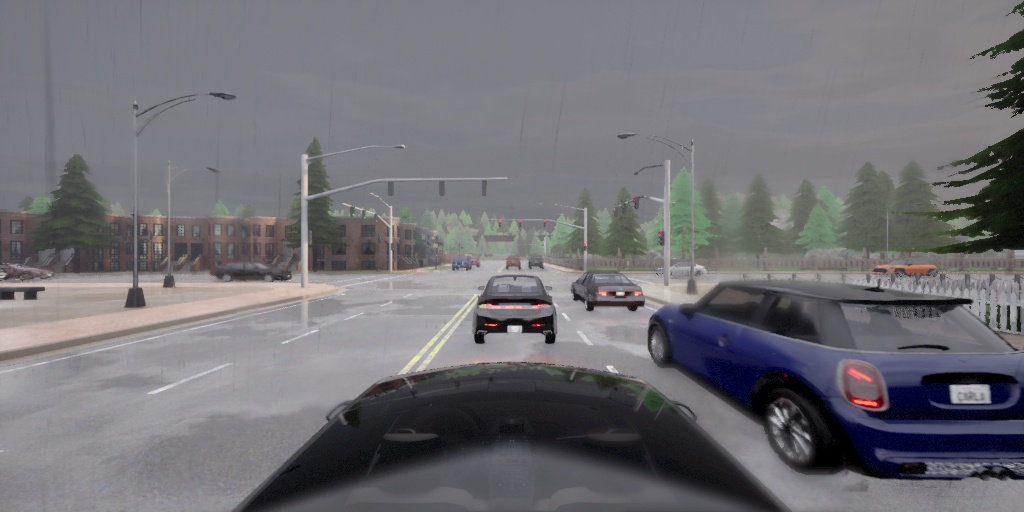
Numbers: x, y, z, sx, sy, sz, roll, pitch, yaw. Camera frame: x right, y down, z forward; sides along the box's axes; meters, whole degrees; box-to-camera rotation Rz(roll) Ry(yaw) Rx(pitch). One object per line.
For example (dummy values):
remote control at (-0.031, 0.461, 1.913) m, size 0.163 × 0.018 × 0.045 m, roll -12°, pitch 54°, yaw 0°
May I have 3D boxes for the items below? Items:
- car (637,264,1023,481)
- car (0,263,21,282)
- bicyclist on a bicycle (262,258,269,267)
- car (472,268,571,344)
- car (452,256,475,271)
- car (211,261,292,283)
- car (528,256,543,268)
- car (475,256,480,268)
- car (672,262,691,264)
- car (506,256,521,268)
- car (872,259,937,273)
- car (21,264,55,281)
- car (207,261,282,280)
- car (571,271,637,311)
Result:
car at (3.609, 1.103, 4.945) m, size 2.097 × 1.767 × 4.553 m, roll 0°, pitch 0°, yaw 0°
car at (-39.252, 1.241, 25.284) m, size 4.902 × 1.511 × 2.128 m, roll 0°, pitch 0°, yaw -18°
bicyclist on a bicycle at (-28.730, 1.053, 41.699) m, size 0.582 × 1.620 × 1.656 m, roll 0°, pitch 0°, yaw -1°
car at (0.080, 1.242, 9.566) m, size 2.128 × 1.511 × 4.902 m, roll 0°, pitch 0°, yaw 1°
car at (-6.966, 0.971, 50.288) m, size 2.150 × 2.045 × 5.566 m, roll 0°, pitch 0°, yaw 1°
car at (-19.493, 1.228, 27.245) m, size 5.008 × 1.535 × 1.882 m, roll 1°, pitch 0°, yaw -1°
car at (3.724, 0.971, 57.125) m, size 2.150 × 2.045 × 5.566 m, roll 0°, pitch 0°, yaw 0°
car at (-6.911, 0.970, 63.561) m, size 2.150 × 2.045 × 5.566 m, roll 0°, pitch 0°, yaw 1°
car at (15.866, 1.276, 33.957) m, size 4.674 × 1.442 × 1.812 m, roll 0°, pitch 0°, yaw 0°
car at (0.223, 0.971, 57.126) m, size 2.150 × 2.045 × 5.566 m, roll 0°, pitch 0°, yaw 0°
car at (36.986, 1.102, 33.904) m, size 4.553 × 1.767 × 2.097 m, roll 0°, pitch 0°, yaw 0°
car at (-40.118, 1.276, 28.674) m, size 4.674 × 1.442 × 1.812 m, roll 0°, pitch 0°, yaw -18°
car at (-22.807, 1.228, 30.683) m, size 5.008 × 1.535 × 1.882 m, roll 0°, pitch 0°, yaw -1°
car at (3.611, 1.297, 14.391) m, size 2.033 × 1.411 × 5.357 m, roll 0°, pitch 0°, yaw 1°
